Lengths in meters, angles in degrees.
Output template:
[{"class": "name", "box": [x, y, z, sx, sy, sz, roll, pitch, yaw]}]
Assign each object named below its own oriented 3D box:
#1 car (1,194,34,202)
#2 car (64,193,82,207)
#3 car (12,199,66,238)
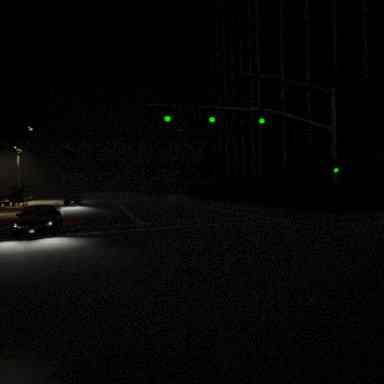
[{"class": "car", "box": [-29.425, 0.958, 56.231, 5.008, 1.535, 1.882, -2, 1, -14]}, {"class": "car", "box": [-14.735, 0.879, 41.334, 2.128, 1.511, 4.902, -2, 2, -16]}, {"class": "car", "box": [-7.753, 1.387, 16.981, 1.812, 1.442, 4.674, -2, 3, -16]}]
